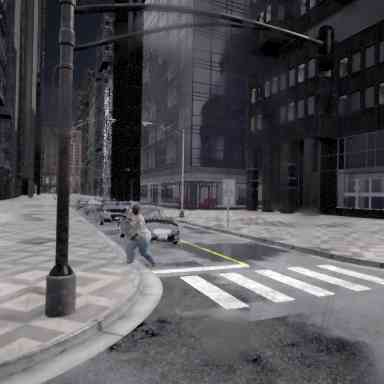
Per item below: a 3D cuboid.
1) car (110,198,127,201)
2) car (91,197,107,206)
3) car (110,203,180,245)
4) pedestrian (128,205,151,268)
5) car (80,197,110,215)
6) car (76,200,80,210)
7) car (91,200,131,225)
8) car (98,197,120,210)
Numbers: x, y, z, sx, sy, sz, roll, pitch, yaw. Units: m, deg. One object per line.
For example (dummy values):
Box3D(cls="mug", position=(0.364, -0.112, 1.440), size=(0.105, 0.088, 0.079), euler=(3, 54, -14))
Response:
Box3D(cls="car", position=(-7.370, 1.578, 35.601), size=(1.994, 1.385, 4.181), euler=(1, 0, -23))
Box3D(cls="car", position=(-14.887, 1.550, 53.257), size=(1.895, 1.301, 4.718), euler=(1, 0, -23))
Box3D(cls="car", position=(-2.082, 1.459, 15.052), size=(2.128, 1.511, 4.902), euler=(1, 0, -23))
Box3D(cls="pedestrian", position=(-1.498, 1.228, 9.396), size=(0.375, 1.860, 0.375), euler=(2, -1, -23))
Box3D(cls="car", position=(-9.580, 1.473, 32.686), size=(1.812, 1.442, 4.674), euler=(1, 0, -23))
Box3D(cls="car", position=(-13.460, 1.487, 41.899), size=(1.994, 1.385, 4.181), euler=(1, 0, -22))
Box3D(cls="car", position=(-5.675, 1.523, 23.500), size=(1.994, 1.385, 4.181), euler=(1, 0, -23))
Box3D(cls="car", position=(-11.231, 1.479, 44.704), size=(2.128, 1.511, 4.902), euler=(1, 0, -23))
